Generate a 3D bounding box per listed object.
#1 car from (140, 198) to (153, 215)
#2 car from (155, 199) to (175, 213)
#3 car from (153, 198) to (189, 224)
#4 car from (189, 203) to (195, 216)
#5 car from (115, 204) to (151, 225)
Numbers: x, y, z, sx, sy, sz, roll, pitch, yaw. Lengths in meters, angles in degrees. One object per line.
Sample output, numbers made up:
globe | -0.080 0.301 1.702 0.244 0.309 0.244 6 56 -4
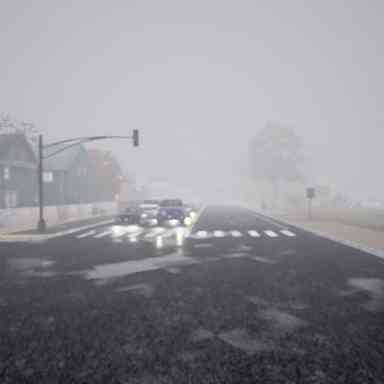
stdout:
car | -4.432 1.722 36.923 2.150 2.045 5.566 -1 -1 3
car | -3.810 1.978 47.694 2.097 1.767 4.553 -1 -1 3
car | -1.673 1.580 28.400 2.150 2.045 5.566 -1 -1 1
car | -1.089 2.073 38.361 1.895 1.301 4.718 -1 -1 3
car | -4.953 1.958 27.518 1.994 1.385 4.181 -1 -1 3
